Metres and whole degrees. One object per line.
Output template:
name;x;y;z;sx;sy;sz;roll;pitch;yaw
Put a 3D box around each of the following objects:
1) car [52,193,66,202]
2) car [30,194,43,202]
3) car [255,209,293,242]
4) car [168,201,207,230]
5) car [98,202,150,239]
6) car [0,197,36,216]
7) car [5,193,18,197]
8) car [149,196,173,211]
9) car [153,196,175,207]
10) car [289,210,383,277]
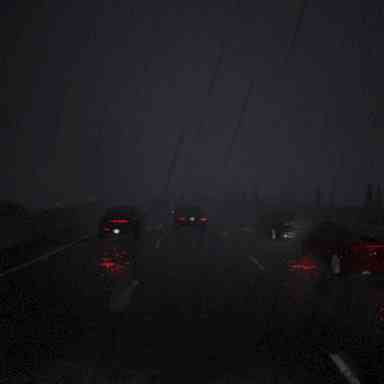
car;-22.688;0.927;56.670;2.128;1.511;4.902;2;0;-29
car;-25.650;0.956;54.834;1.895;1.301;4.718;2;0;-29
car;4.697;1.640;17.310;1.837;1.490;4.892;2;0;-4
car;-0.249;1.554;21.109;2.033;1.411;5.357;2;0;-6
car;-3.408;1.427;16.843;1.837;1.490;4.892;2;0;-3
car;-10.742;1.232;18.494;1.837;1.490;4.892;2;0;-6
car;-30.706;0.785;56.546;1.994;1.385;4.181;2;0;-31
car;-3.994;1.411;39.569;2.128;1.511;4.902;2;0;-16
car;-4.456;1.419;51.853;1.837;1.490;4.892;2;0;-24
car;4.946;1.615;10.723;1.882;1.535;5.008;2;0;0
